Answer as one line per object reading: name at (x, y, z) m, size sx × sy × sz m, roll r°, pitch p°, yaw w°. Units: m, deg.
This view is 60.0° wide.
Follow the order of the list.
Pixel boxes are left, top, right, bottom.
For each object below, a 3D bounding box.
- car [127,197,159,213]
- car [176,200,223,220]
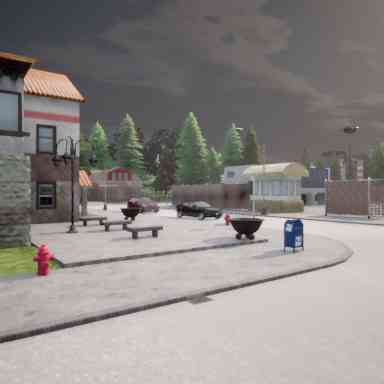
car at (-5.407, 1.352, 36.597) m, size 2.097 × 1.767 × 4.553 m, roll 0°, pitch 0°, yaw -35°
car at (0.525, 1.478, 28.231) m, size 1.882 × 1.535 × 5.008 m, roll 0°, pitch 0°, yaw -35°
